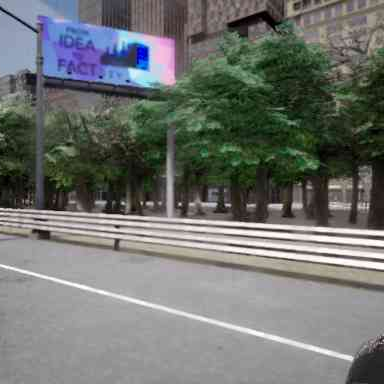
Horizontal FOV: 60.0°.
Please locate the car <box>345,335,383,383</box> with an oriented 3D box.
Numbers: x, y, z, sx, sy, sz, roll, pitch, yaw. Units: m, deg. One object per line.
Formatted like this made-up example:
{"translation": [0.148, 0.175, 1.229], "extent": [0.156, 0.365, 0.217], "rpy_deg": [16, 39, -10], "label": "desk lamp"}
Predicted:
{"translation": [3.366, 1.505, 1.590], "extent": [4.892, 1.490, 1.837], "rpy_deg": [0, 0, 36], "label": "car"}
